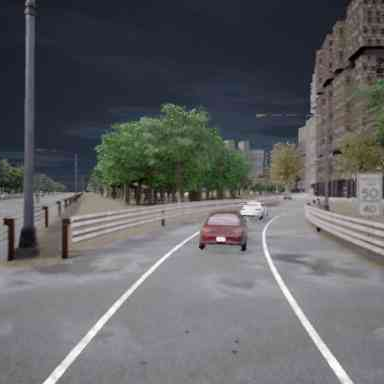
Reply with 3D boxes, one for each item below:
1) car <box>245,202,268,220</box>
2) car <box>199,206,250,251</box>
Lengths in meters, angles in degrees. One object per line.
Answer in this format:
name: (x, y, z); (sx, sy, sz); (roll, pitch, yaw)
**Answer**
car: (5.458, 1.550, 28.862); (1.812, 1.442, 4.674); (0, 0, 20)
car: (1.449, 1.532, 14.235); (1.812, 1.442, 4.674); (0, 0, 10)
